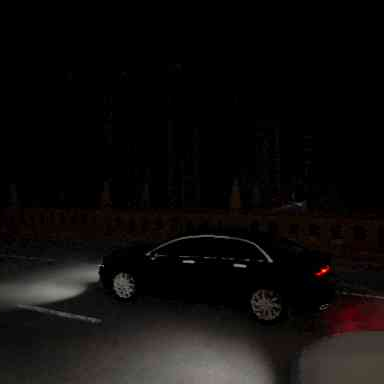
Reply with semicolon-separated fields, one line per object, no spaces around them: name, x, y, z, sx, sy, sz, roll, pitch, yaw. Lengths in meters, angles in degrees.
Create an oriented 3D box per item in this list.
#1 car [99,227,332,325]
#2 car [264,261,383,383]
car;0.338;1.504;6.930;4.892;1.490;1.837;0;0;24
car;2.958;1.526;1.919;4.674;1.442;1.812;0;0;24
